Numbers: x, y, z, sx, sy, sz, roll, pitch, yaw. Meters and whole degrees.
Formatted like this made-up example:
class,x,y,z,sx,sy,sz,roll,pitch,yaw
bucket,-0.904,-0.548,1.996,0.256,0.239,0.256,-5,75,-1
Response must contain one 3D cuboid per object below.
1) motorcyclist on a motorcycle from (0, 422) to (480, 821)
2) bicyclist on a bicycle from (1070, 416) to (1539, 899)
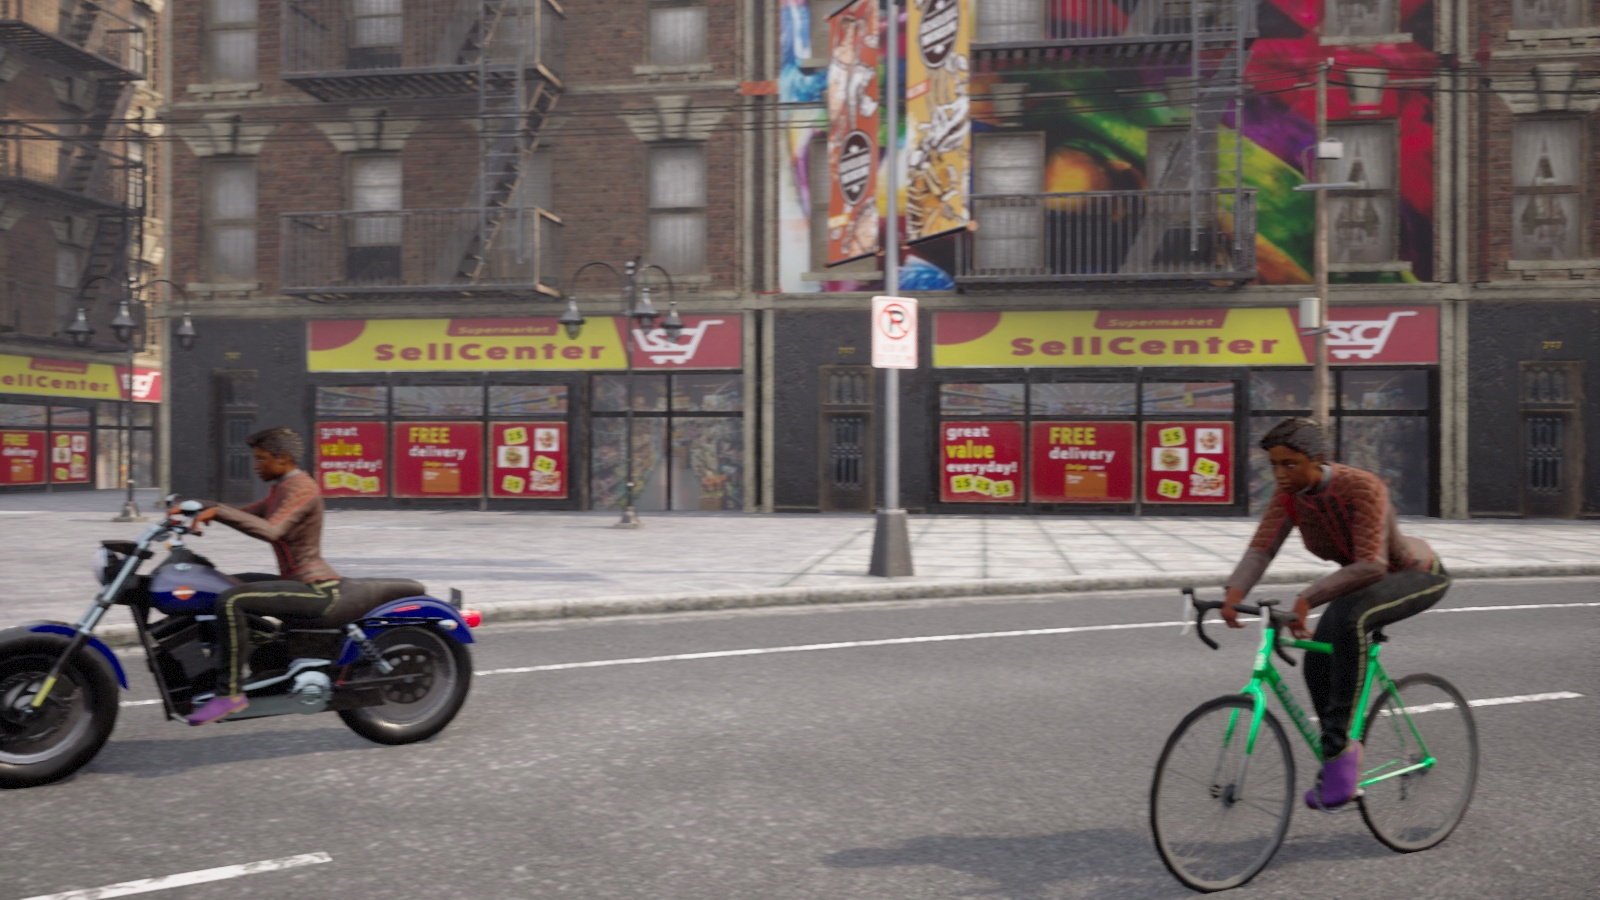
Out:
class,x,y,z,sx,sy,sz,roll,pitch,yaw
motorcyclist on a motorcycle,-2.793,0.706,5.942,2.350,1.649,0.766,0,0,-31
bicyclist on a bicycle,1.809,0.701,4.451,1.656,1.620,0.582,0,0,-26
